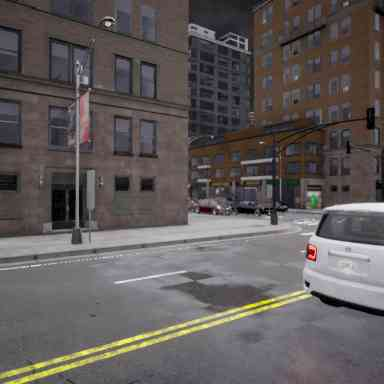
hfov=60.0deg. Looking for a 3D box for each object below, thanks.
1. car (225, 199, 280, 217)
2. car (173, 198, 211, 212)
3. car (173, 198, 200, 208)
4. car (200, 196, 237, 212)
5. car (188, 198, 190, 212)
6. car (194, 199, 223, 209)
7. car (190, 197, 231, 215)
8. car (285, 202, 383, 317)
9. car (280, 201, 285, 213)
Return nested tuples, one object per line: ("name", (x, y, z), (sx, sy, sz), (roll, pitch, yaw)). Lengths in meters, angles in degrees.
("car", (5.677, 1.594, 31.627), (1.895, 1.301, 4.718), (0, 0, -35))
("car", (-0.062, 1.482, 39.739), (2.128, 1.511, 4.902), (0, 0, -35))
("car", (-0.913, 1.578, 50.441), (1.947, 1.339, 4.313), (0, 0, -35))
("car", (3.147, 1.354, 40.285), (2.097, 1.767, 4.553), (0, 0, -35))
("car", (-1.097, 1.421, 36.809), (1.967, 1.590, 4.097), (0, 0, -35))
("car", (2.270, 1.594, 45.943), (1.802, 1.307, 4.206), (0, 0, -35))
("car", (2.086, 1.423, 32.311), (1.967, 1.590, 4.097), (0, 0, -35))
("car", (4.603, 1.223, 6.732), (5.566, 2.045, 2.150), (0, 0, -36))
("car", (8.637, 1.580, 36.945), (1.947, 1.339, 4.313), (0, 0, -35))
